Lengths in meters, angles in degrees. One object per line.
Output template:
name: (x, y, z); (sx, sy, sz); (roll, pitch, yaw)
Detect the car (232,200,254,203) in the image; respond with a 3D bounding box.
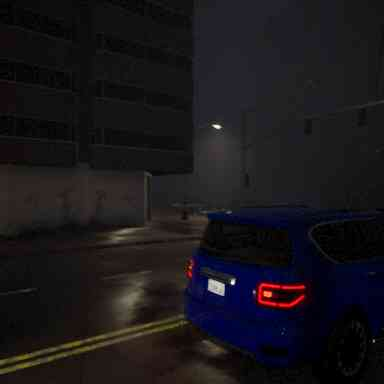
car: (5.337, 1.688, 33.450); (2.033, 1.411, 5.357); (0, 0, -31)

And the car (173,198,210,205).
car: (-0.350, 1.741, 41.169); (1.895, 1.301, 4.718); (0, 0, -36)

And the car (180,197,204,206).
car: (-0.029, 1.680, 58.984); (1.882, 1.535, 5.008); (0, 0, -34)

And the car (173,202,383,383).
car: (2.493, 1.254, 5.575); (5.566, 2.045, 2.150); (0, 0, -35)

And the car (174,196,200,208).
car: (-0.840, 1.533, 54.034); (2.097, 1.767, 4.553); (0, 0, -36)

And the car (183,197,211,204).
car: (0.700, 1.638, 45.680); (1.882, 1.535, 5.008); (0, 0, -36)

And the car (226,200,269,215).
car: (6.272, 1.665, 38.020); (1.837, 1.490, 4.892); (0, 0, -36)
